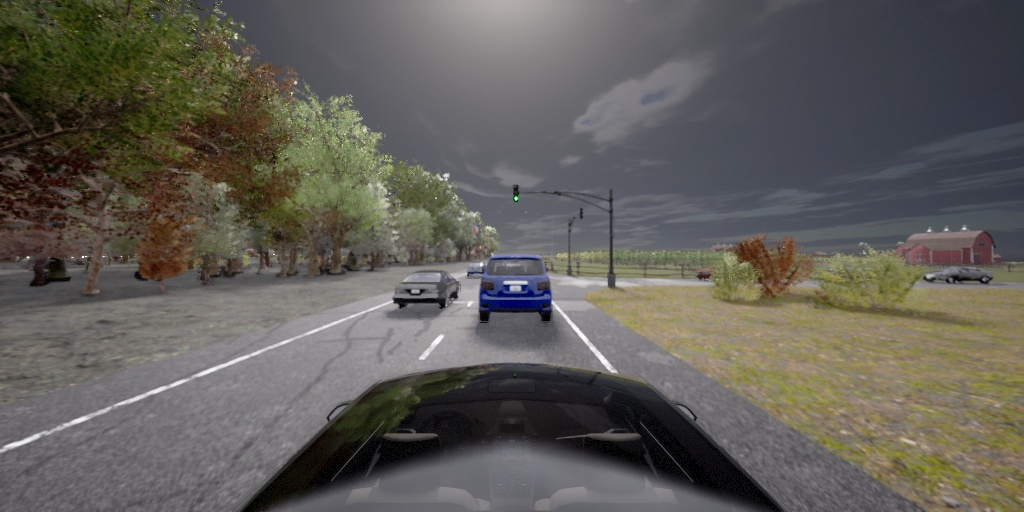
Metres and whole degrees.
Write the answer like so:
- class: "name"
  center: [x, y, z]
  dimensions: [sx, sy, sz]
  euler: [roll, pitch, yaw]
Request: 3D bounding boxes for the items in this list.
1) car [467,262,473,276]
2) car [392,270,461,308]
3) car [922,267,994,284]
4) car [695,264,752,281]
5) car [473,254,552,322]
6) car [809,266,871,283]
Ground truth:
- class: "car"
  center: [-3.405, 1.272, 36.115]
  dimensions: [2.033, 1.411, 5.357]
  euler: [0, 0, 0]
- class: "car"
  center: [-3.399, 1.289, 15.125]
  dimensions: [2.033, 1.411, 5.357]
  euler: [0, 0, 0]
- class: "car"
  center: [39.786, 1.703, 32.074]
  dimensions: [4.902, 1.511, 2.128]
  euler: [1, -1, 0]
- class: "car"
  center: [19.112, 1.464, 32.178]
  dimensions: [5.008, 1.535, 1.882]
  euler: [1, -1, 0]
- class: "car"
  center: [0.112, 0.965, 12.377]
  dimensions: [2.150, 2.045, 5.566]
  euler: [0, 0, 0]
- class: "car"
  center: [29.385, 1.624, 32.127]
  dimensions: [4.674, 1.442, 1.812]
  euler: [1, -1, 0]
